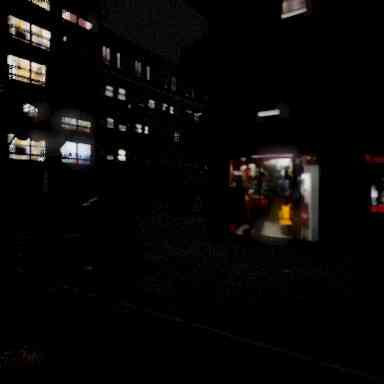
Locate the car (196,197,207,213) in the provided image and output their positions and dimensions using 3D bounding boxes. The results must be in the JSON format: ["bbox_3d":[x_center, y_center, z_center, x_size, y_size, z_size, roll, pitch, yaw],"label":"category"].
[{"bbox_3d":[2.576,0.986,27.186,1.887,1.381,4.507,2,2,35],"label":"car"}]

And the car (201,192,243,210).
[{"bbox_3d":[3.038,0.828,32.611,1.882,1.535,5.008,0,1,35],"label":"car"}]

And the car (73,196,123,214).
[{"bbox_3d":[-7.677,1.043,27.588,1.947,1.339,4.313,2,2,35],"label":"car"}]

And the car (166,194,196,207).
[{"bbox_3d":[-1.001,0.865,36.737,1.947,1.339,4.313,2,2,35],"label":"car"}]
